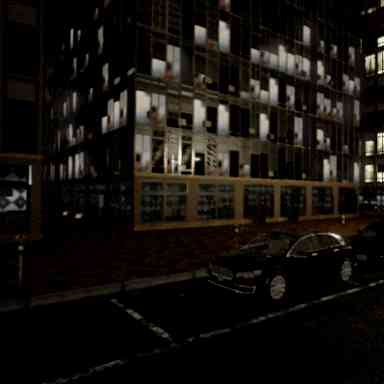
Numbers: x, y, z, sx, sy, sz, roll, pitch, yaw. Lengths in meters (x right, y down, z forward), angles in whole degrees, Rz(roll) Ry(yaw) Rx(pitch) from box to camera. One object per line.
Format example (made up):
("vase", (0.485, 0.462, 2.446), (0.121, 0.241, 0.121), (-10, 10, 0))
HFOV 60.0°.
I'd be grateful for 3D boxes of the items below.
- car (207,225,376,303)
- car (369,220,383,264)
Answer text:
("car", (2.383, 1.602, 8.257), (4.403, 1.369, 2.008), (1, 0, -36))
("car", (7.017, 1.659, 11.564), (4.313, 1.339, 1.947), (1, 0, -36))
